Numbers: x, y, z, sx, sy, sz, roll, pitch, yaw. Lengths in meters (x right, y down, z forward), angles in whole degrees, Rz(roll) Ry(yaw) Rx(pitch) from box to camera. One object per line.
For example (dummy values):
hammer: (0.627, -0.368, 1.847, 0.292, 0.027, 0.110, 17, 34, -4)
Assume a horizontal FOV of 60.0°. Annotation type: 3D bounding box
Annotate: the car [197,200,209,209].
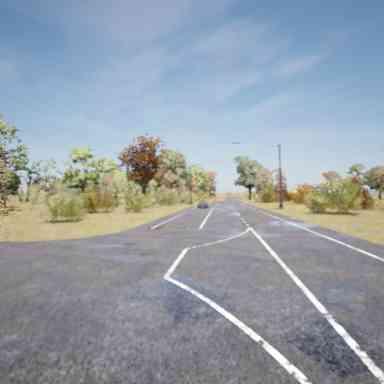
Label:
car: (1.986, 2.250, 60.410, 1.882, 1.535, 5.008, -1, -1, 5)
